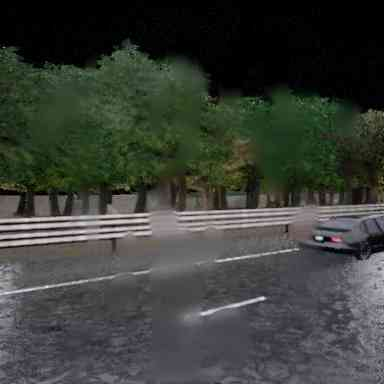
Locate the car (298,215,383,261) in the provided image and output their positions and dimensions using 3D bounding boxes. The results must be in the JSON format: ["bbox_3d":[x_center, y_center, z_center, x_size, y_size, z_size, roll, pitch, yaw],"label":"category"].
[{"bbox_3d":[6.243,1.565,12.331,5.357,1.411,2.033,0,0,-34],"label":"car"}]
